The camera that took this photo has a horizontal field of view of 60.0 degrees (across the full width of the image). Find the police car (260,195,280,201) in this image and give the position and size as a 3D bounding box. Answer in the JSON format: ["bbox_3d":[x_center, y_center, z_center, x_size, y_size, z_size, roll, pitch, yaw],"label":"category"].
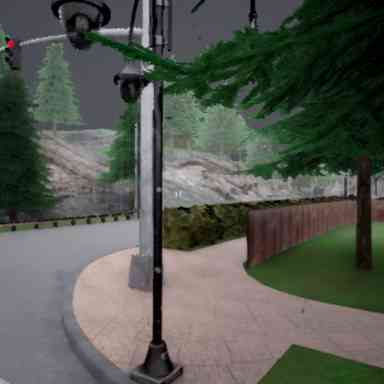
[{"bbox_3d":[9.536,1.212,40.573,2.038,1.542,4.974,0,0,33],"label":"police car"}]
